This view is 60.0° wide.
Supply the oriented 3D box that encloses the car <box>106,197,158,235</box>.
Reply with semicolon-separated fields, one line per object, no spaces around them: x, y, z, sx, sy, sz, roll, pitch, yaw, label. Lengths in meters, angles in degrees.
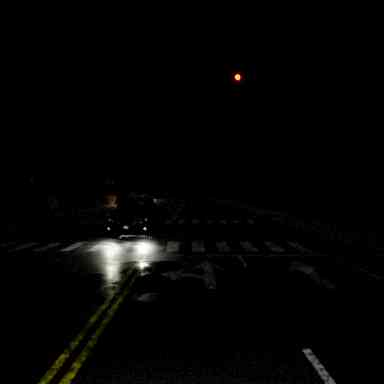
-3.220;1.354;18.988;2.150;2.045;5.566;0;0;0;car
